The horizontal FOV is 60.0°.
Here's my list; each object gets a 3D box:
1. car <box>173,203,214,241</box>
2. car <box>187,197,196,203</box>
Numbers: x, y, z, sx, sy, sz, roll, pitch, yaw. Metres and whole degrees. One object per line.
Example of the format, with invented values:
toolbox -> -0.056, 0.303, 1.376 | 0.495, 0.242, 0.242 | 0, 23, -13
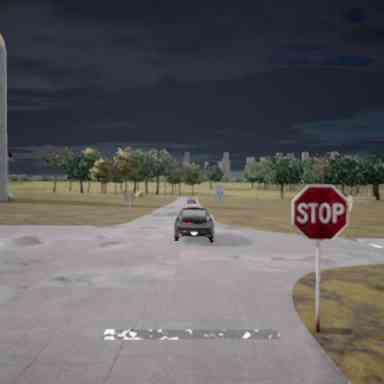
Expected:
car -> 0.093, 1.548, 17.103 | 1.837, 1.490, 4.892 | 1, 0, 0
car -> -0.131, 1.874, 71.603 | 1.812, 1.442, 4.674 | 0, 0, 0
